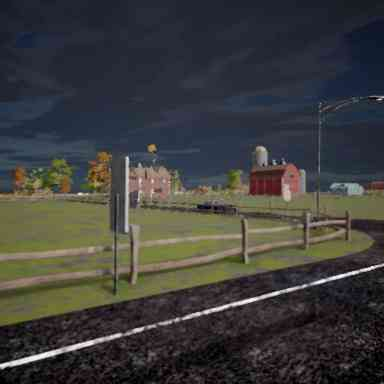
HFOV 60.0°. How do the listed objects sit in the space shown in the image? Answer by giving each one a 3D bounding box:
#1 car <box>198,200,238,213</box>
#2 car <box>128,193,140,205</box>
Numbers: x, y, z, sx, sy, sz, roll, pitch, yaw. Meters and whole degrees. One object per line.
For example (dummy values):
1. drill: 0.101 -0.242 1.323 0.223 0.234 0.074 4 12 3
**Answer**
1. car: 2.720 1.523 35.258 1.895 1.301 4.718 1 0 -36
2. car: -10.245 1.123 53.419 2.150 2.045 5.566 1 -1 -35
